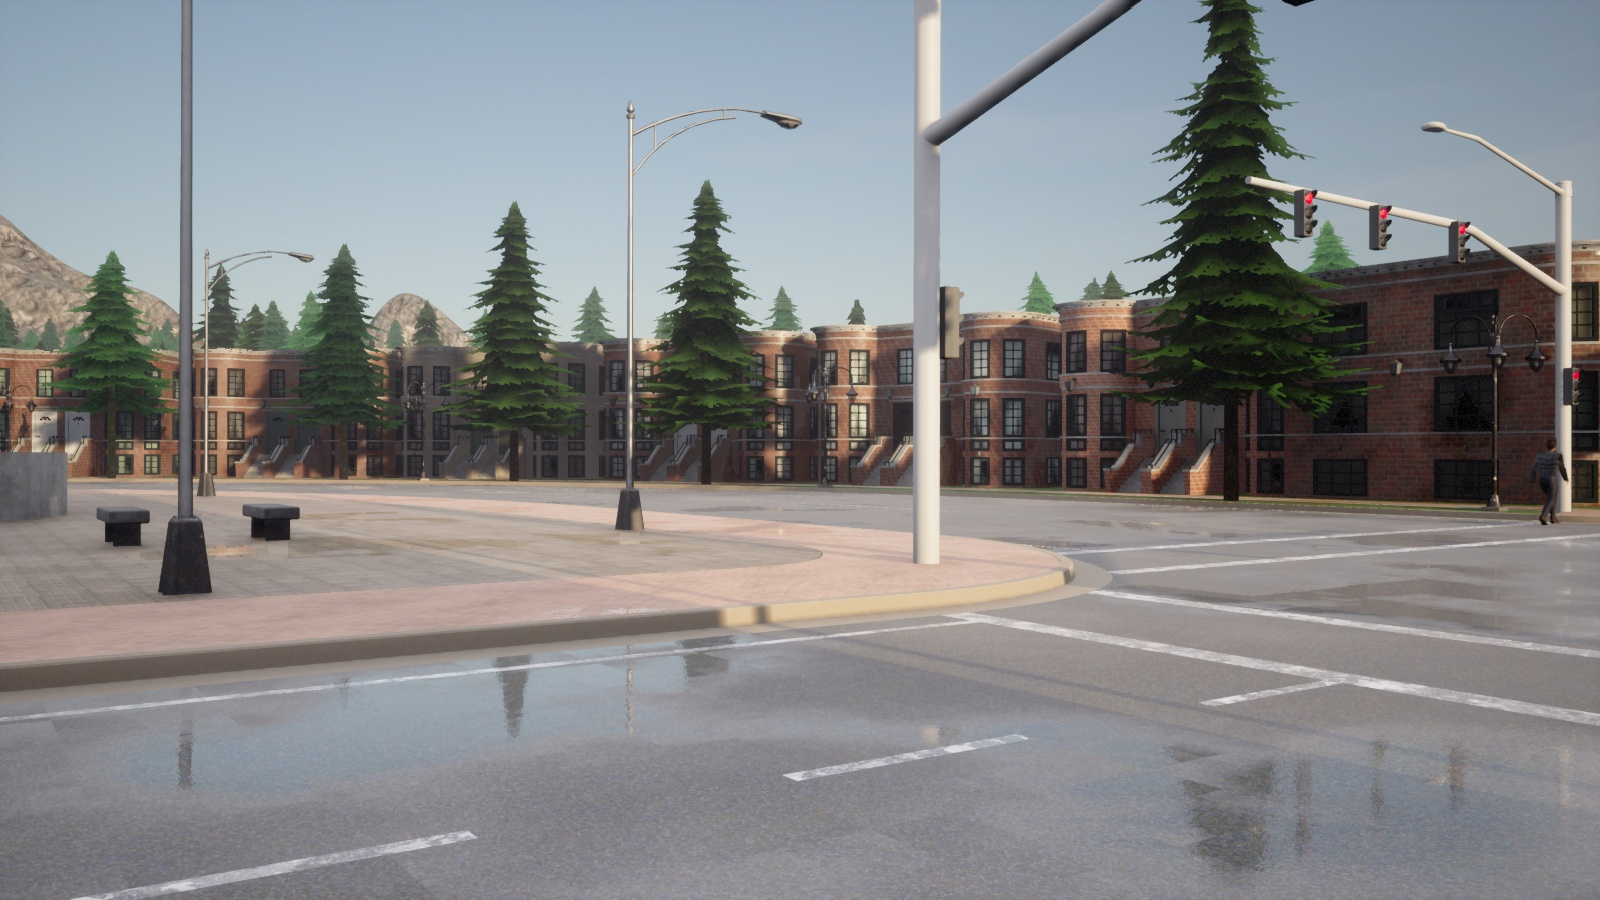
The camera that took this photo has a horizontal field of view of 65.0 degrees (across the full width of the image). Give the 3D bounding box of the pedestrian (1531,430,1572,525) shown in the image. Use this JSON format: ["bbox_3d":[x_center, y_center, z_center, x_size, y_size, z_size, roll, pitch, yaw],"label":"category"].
[{"bbox_3d":[15.690,0.565,26.223,0.788,1.949,0.423,0,0,-33],"label":"pedestrian"}]
